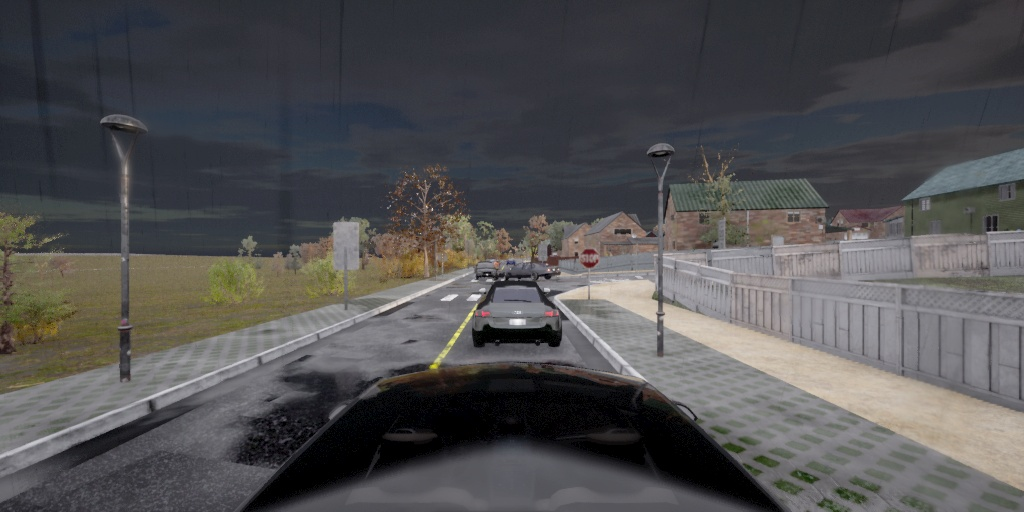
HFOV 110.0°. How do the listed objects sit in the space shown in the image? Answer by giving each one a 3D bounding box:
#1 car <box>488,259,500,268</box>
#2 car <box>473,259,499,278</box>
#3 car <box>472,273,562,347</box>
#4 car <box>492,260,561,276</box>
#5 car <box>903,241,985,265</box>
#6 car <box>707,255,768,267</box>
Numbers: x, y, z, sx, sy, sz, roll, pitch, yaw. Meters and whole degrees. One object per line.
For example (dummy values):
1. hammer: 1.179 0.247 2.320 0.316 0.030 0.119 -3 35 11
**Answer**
1. car: -2.998 1.256 61.075 1.882 1.535 5.008 0 0 0
2. car: -2.333 1.258 31.222 1.837 1.490 4.892 0 0 -8
3. car: 0.081 1.313 9.302 1.994 1.385 4.181 0 0 -1
4. car: 1.263 1.198 28.320 5.357 1.411 2.033 -4 -3 43
5. car: 23.836 -0.208 20.338 4.902 1.511 2.128 -3 0 14
6. car: 14.329 0.413 22.734 4.181 1.385 1.994 -3 0 16
